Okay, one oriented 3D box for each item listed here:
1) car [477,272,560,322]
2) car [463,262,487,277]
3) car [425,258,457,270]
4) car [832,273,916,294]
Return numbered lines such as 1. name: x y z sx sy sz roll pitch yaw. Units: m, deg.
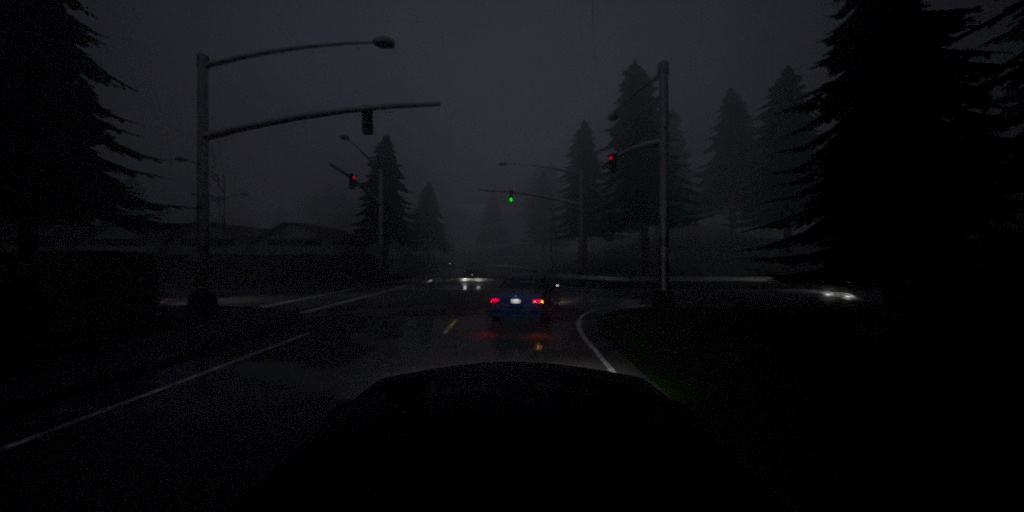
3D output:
1. car: 0.573 1.303 12.422 2.033 1.411 5.357 0 0 11
2. car: -3.552 1.310 35.187 2.033 1.411 5.357 0 0 2
3. car: -10.350 1.126 52.347 4.553 1.767 2.097 0 0 16
4. car: 20.836 1.319 20.119 5.357 1.411 2.033 0 0 0
